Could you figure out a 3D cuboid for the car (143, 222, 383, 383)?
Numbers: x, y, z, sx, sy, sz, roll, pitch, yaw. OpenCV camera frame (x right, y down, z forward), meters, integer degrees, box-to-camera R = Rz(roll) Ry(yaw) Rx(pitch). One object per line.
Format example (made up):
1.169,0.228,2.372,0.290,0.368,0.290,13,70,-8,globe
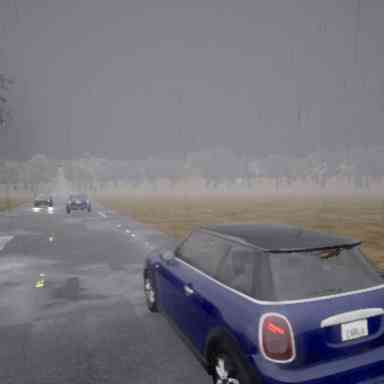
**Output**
0.689,1.231,4.955,2.097,1.767,4.553,-2,1,-21,car

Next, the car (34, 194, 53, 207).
-18.551,1.040,41.669,1.882,1.535,5.008,-2,1,-21,car

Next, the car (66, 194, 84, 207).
-14.639,1.051,41.379,1.994,1.385,4.181,-2,1,-21,car

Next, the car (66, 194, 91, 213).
-10.762,0.957,31.405,2.097,1.767,4.553,-2,1,-21,car
